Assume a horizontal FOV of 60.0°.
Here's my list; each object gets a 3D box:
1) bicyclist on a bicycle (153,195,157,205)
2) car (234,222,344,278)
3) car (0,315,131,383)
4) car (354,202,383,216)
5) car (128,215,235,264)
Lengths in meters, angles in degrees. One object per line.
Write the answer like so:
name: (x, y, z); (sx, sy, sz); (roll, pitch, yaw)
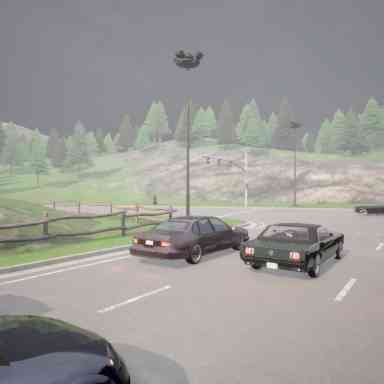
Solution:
bicyclist on a bicycle: (-5.794, 1.302, 51.935); (0.582, 1.620, 1.656); (0, 0, 14)
car: (3.342, 1.601, 10.338); (1.895, 1.301, 4.718); (0, 0, 35)
car: (-2.365, 1.564, 2.055); (1.994, 1.385, 4.181); (0, 0, 35)
car: (18.020, 1.601, 31.658); (4.718, 1.301, 1.895); (0, 0, 25)
car: (0.174, 1.547, 11.918); (2.033, 1.411, 5.357); (0, 0, 35)
